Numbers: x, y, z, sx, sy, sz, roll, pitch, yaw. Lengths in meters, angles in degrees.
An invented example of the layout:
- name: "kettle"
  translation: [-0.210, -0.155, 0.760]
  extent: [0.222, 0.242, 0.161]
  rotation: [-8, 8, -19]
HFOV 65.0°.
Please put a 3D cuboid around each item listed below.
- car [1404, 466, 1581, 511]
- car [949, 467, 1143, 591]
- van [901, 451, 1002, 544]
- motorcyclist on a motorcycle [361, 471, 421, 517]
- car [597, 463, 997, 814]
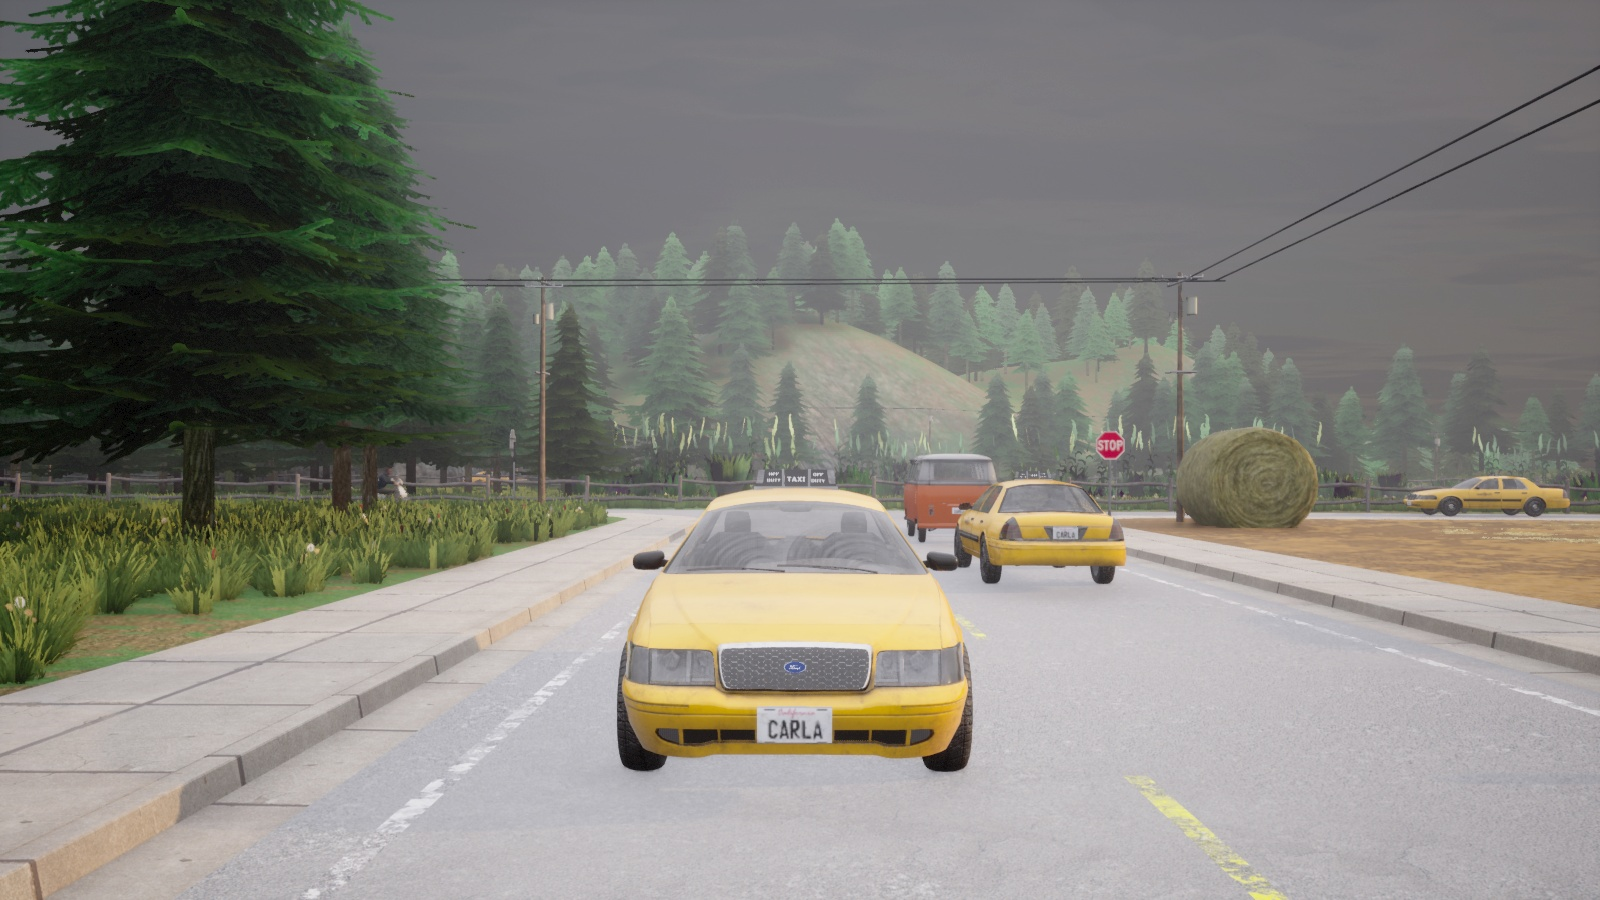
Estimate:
- name: "car"
  translation: [24.997, 1.380, 45.474]
  extent: [5.366, 1.575, 1.801]
  rotation: [0, -1, 3]
- name: "car"
  translation: [3.451, 1.053, 18.681]
  extent: [1.801, 1.575, 5.366]
  rotation: [0, -1, 0]
- name: "van"
  translation: [3.424, 1.044, 29.160]
  extent: [1.775, 1.987, 4.442]
  rotation: [0, -1, 0]
- name: "motorcyclist on a motorcycle"
  translation: [-14.254, 1.523, 43.772]
  extent: [1.817, 1.590, 0.866]
  rotation: [0, -1, 3]
- name: "car"
  translation: [-0.022, 0.894, 8.352]
  extent: [1.801, 1.575, 5.366]
  rotation: [0, -1, 0]
